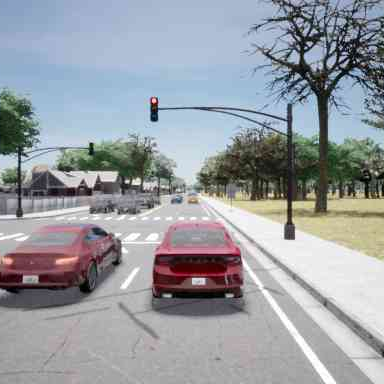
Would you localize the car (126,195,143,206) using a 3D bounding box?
[{"bbox_3d":[-9.718,1.333,56.424,2.097,1.767,4.553,0,0,0],"label":"car"}]

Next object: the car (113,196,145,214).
[{"bbox_3d":[-6.524,1.499,34.892,1.837,1.490,4.892,0,0,0],"label":"car"}]

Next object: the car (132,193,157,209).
[{"bbox_3d":[-6.500,1.212,45.636,2.150,2.045,5.566,0,0,0],"label":"car"}]

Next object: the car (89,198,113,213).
[{"bbox_3d":[-9.769,1.498,36.402,1.837,1.490,4.892,0,0,0],"label":"car"}]

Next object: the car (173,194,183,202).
[{"bbox_3d":[-3.090,1.320,76.330,2.097,1.767,4.553,0,0,0],"label":"car"}]

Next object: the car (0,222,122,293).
[{"bbox_3d":[-3.132,1.525,8.741,1.812,1.442,4.674,0,0,0],"label":"car"}]

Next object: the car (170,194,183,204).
[{"bbox_3d":[-3.015,1.501,64.293,1.812,1.442,4.674,0,0,0],"label":"car"}]

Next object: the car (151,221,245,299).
[{"bbox_3d":[0.115,1.477,8.531,1.882,1.535,5.008,0,0,0],"label":"car"}]

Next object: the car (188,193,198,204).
[{"bbox_3d":[0.235,1.453,64.387,1.882,1.535,5.008,0,0,0],"label":"car"}]

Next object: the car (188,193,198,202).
[{"bbox_3d":[0.160,1.190,76.359,2.150,2.045,5.566,0,0,0],"label":"car"}]

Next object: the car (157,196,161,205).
[{"bbox_3d":[-6.459,1.486,57.874,1.837,1.490,4.892,0,0,0],"label":"car"}]

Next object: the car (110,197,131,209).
[{"bbox_3d":[-9.750,1.516,45.534,1.812,1.442,4.674,0,0,0],"label":"car"}]
